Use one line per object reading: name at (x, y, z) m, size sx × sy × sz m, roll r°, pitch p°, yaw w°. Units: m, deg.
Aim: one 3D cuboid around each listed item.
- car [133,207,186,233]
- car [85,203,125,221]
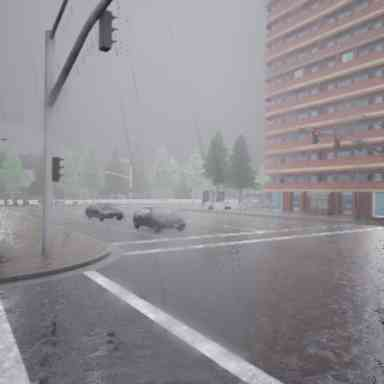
car at (-2.174, 1.663, 20.968) m, size 1.812 × 1.442 × 4.674 m, roll 1°, pitch -1°, yaw -34°
car at (-7.672, 1.686, 28.893) m, size 2.033 × 1.411 × 5.357 m, roll 1°, pitch -1°, yaw -35°
